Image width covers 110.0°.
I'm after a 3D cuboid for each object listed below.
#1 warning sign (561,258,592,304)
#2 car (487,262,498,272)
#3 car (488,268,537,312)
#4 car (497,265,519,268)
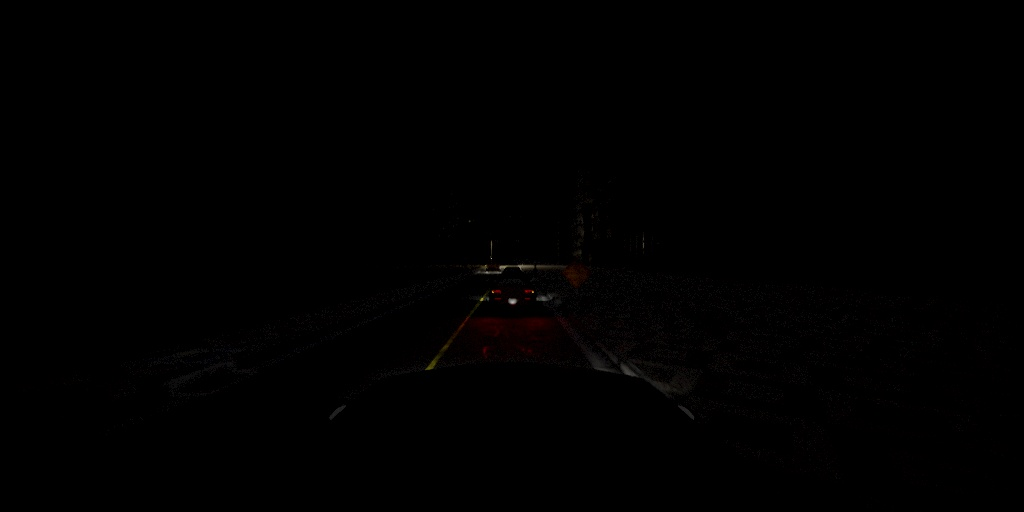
[{"bbox_3d":[2.710,1.012,14.989,1.300,1.860,1.060,0,0,0],"label":"warning sign"},{"bbox_3d":[-3.086,1.797,58.591,1.882,1.535,5.008,0,-1,0],"label":"car"},{"bbox_3d":[0.043,1.421,14.859,1.812,1.442,4.674,0,0,0],"label":"car"},{"bbox_3d":[0.034,1.606,29.298,1.994,1.385,4.181,0,0,1],"label":"car"}]
